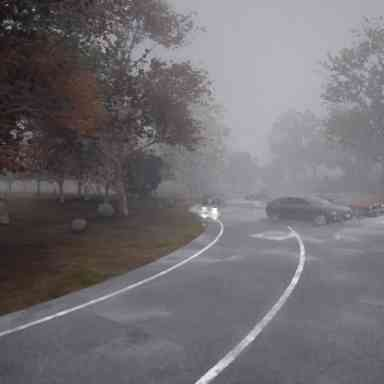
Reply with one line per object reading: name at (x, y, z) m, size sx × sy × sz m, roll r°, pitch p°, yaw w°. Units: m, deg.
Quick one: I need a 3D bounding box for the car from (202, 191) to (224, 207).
car at (2.262, 0.654, 35.050) m, size 2.128 × 1.511 × 4.902 m, roll -2°, pitch 1°, yaw 13°

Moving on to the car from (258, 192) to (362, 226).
car at (6.284, 0.941, 18.318) m, size 1.837 × 1.490 × 4.892 m, roll -3°, pitch 2°, yaw -35°

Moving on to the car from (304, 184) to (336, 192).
car at (20.048, -0.505, 52.266) m, size 4.892 × 1.490 × 1.837 m, roll -1°, pitch 1°, yaw -5°

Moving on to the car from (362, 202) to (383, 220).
car at (8.866, 0.899, 19.992) m, size 1.895 × 1.301 × 4.718 m, roll -3°, pitch 2°, yaw -37°

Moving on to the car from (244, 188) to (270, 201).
car at (8.167, 0.288, 41.479) m, size 1.837 × 1.490 × 4.892 m, roll -3°, pitch 1°, yaw 37°

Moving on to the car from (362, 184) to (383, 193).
car at (27.344, -0.559, 48.867) m, size 4.181 × 1.385 × 1.994 m, roll -1°, pitch 2°, yaw 14°
